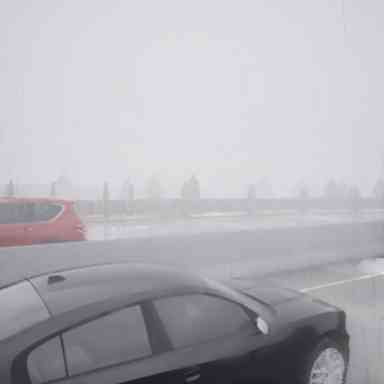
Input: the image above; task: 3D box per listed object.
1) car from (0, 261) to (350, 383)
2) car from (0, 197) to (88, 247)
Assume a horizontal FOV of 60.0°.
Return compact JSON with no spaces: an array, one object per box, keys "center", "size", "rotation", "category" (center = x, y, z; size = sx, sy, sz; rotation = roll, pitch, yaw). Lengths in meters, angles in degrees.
[{"center":[-0.457,1.463,3.255],"size":[5.008,1.535,1.882],"rotation":[0,0,-34],"category":"car"},{"center":[-5.545,1.173,8.506],"size":[5.566,2.045,2.150],"rotation":[0,0,-35],"category":"car"}]
